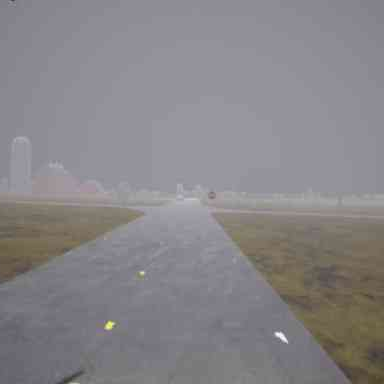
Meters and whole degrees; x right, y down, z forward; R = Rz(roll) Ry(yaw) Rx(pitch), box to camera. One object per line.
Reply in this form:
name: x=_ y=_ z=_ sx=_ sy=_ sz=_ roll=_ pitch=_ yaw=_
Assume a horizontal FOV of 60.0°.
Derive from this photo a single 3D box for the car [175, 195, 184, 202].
car: x=-2.750 y=1.502 z=77.632 sx=1.812 sy=1.442 sz=4.674 roll=0 pitch=0 yaw=0
